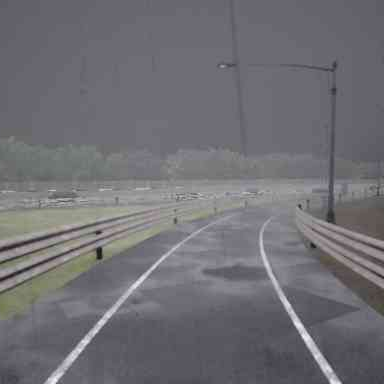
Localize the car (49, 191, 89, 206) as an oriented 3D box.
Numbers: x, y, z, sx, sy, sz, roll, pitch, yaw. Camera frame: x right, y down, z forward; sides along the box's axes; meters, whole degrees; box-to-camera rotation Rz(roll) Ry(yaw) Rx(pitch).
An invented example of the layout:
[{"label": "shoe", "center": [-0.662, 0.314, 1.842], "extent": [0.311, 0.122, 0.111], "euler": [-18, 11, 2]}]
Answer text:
[{"label": "car", "center": [-18.052, 0.896, 48.900], "extent": [5.566, 2.045, 2.150], "euler": [-1, 3, -34]}]

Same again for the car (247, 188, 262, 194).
[{"label": "car", "center": [13.433, -0.051, 70.090], "extent": [4.553, 1.767, 2.097], "euler": [-2, 3, -34]}]

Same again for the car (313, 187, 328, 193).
[{"label": "car", "center": [31.853, -0.522, 82.490], "extent": [4.674, 1.442, 1.812], "euler": [-2, 3, -34]}]

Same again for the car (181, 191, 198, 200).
[{"label": "car", "center": [0.135, 0.599, 61.152], "extent": [4.902, 1.511, 2.128], "euler": [-2, 3, -34]}]
